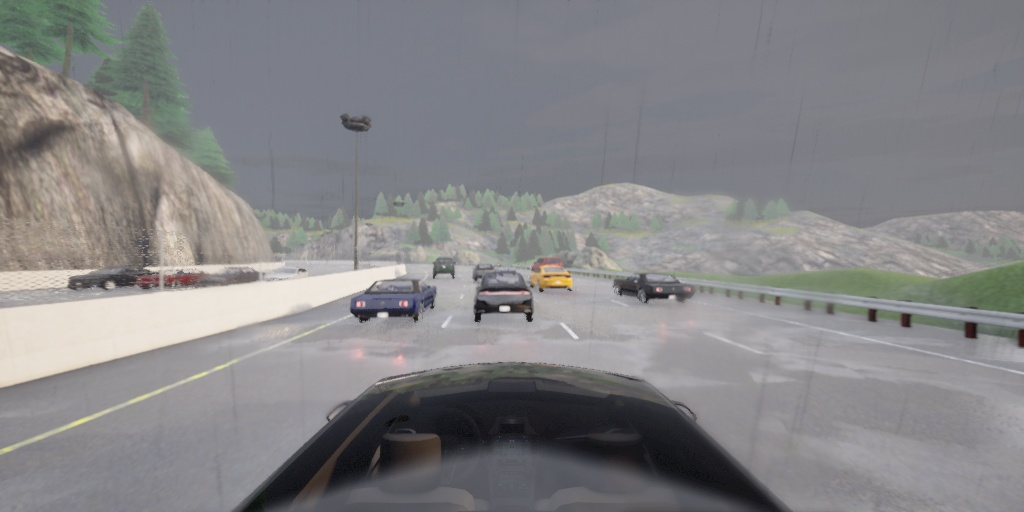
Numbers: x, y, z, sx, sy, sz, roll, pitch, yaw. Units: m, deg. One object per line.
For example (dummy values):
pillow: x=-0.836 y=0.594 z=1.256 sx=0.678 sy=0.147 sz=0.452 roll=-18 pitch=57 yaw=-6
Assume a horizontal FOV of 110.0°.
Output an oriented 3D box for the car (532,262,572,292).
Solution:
car: x=2.315 y=1.329 z=22.281 sx=1.882 sy=1.535 sz=5.008 roll=0 pitch=0 yaw=-6

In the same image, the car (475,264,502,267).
car: x=-2.466 y=1.402 z=31.357 sx=2.128 sy=1.511 sz=4.902 roll=0 pitch=0 yaw=-9

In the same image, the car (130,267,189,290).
car: x=-22.645 y=1.530 z=24.410 sx=1.895 sy=1.301 sz=4.718 roll=0 pitch=0 yaw=-8

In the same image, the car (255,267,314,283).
car: x=-15.719 y=1.481 z=25.425 sx=1.812 sy=1.442 sz=4.674 roll=0 pitch=0 yaw=-8

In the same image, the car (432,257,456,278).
car: x=-7.053 y=1.174 z=37.235 sx=2.150 sy=2.045 sz=5.566 roll=0 pitch=0 yaw=-11

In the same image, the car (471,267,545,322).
car: x=-0.345 y=1.299 z=12.612 sx=2.128 sy=1.511 sz=4.902 roll=0 pitch=0 yaw=-3

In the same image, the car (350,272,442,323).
car: x=-3.822 y=1.416 z=12.482 sx=1.895 sy=1.301 sz=4.718 roll=0 pitch=0 yaw=-3

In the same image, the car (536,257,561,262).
car: x=3.611 y=1.147 z=37.289 sx=2.150 sy=2.045 sz=5.566 roll=0 pitch=0 yaw=-11

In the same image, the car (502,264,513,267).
car: x=-0.876 y=1.561 z=41.756 sx=1.895 sy=1.301 sz=4.718 roll=0 pitch=0 yaw=-12

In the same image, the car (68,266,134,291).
car: x=-26.094 y=1.414 z=23.767 sx=1.882 sy=1.535 sz=5.008 roll=0 pitch=-1 yaw=-8

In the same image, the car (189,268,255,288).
car: x=-19.184 y=1.535 z=24.932 sx=2.033 sy=1.411 sz=5.357 roll=0 pitch=0 yaw=-8

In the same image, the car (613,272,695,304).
car: x=6.378 y=1.413 z=16.831 sx=1.895 sy=1.301 sz=4.718 roll=0 pitch=0 yaw=-4
